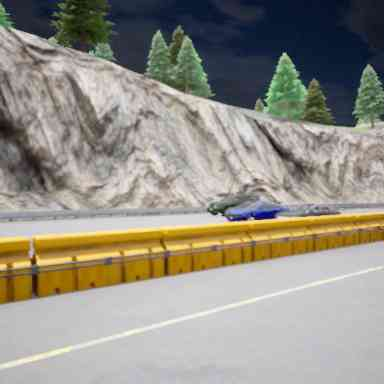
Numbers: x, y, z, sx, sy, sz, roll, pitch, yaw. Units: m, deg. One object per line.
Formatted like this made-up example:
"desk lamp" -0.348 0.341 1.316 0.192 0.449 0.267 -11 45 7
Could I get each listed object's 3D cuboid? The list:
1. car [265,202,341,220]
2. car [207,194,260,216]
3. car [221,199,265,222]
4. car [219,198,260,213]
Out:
"car" 7.429 1.504 21.342 4.902 1.511 2.128 0 0 -30
"car" 4.157 1.236 31.606 5.566 2.045 2.150 0 0 -30
"car" 4.824 1.490 23.869 5.008 1.535 1.882 0 0 -31
"car" 5.039 1.519 28.043 4.892 1.490 1.837 0 0 -30
